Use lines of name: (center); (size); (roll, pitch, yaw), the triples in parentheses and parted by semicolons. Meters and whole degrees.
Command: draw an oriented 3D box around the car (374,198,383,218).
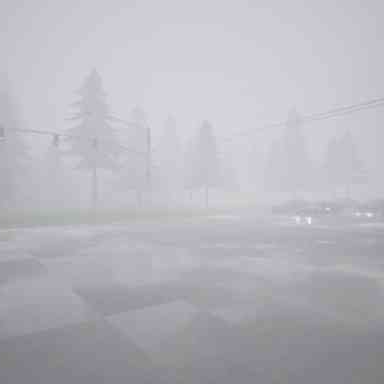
car: (16.701, 1.441, 25.821); (4.902, 1.511, 2.128); (0, 0, -35)

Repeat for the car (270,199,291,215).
car: (10.179, 1.458, 34.064); (5.008, 1.535, 1.882); (0, 0, -35)

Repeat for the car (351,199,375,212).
car: (20.357, 1.490, 36.798); (5.357, 1.411, 2.033); (0, 0, -34)

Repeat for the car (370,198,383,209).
car: (26.344, 1.525, 45.109); (4.718, 1.301, 1.895); (0, 0, -34)

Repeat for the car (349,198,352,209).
car: (17.819, 1.445, 39.305); (4.902, 1.511, 2.128); (0, 0, -34)

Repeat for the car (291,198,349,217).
car: (12.044, 1.518, 31.108); (5.357, 1.411, 2.033); (0, 0, -35)
